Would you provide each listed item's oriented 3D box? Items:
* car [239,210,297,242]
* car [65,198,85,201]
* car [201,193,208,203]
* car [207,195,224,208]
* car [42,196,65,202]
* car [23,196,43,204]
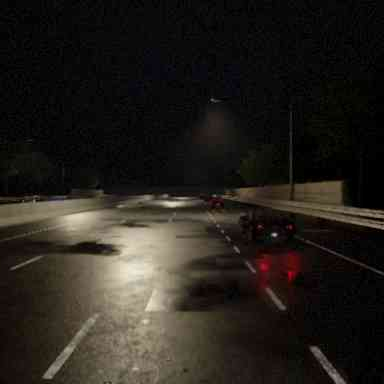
[{"bbox_3d":[3.502,1.531,16.317,1.895,1.301,4.718,0,0,0],"label":"car"},{"bbox_3d":[-17.542,1.572,51.733,1.994,1.385,4.181,0,0,1],"label":"car"},{"bbox_3d":[3.508,1.498,72.424,1.882,1.535,5.008,0,0,0],"label":"car"},{"bbox_3d":[3.505,1.532,47.065,1.812,1.442,4.674,0,0,0],"label":"car"},{"bbox_3d":[-21.036,1.487,52.125,1.882,1.535,5.008,0,0,1],"label":"car"},{"bbox_3d":[-24.535,1.361,52.084,2.097,1.767,4.553,0,0,1],"label":"car"}]
